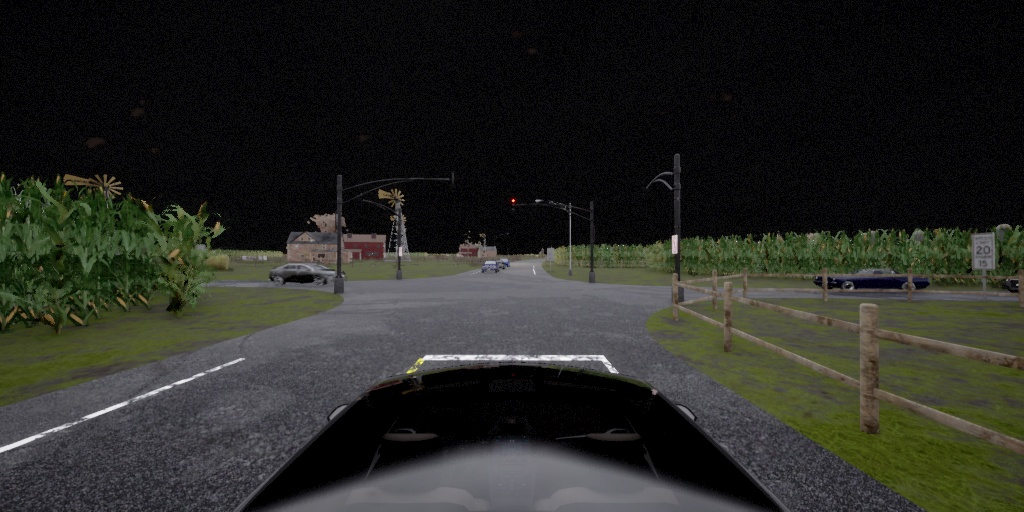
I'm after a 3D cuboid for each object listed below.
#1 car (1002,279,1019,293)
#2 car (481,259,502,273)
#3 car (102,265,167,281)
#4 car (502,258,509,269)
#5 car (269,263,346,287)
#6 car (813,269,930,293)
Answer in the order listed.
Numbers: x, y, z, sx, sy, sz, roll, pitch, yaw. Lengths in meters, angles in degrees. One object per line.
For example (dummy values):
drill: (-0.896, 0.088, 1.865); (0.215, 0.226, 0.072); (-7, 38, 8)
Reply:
car: (29.349, 1.377, 19.028); (4.181, 1.385, 1.994); (0, -1, 10)
car: (-2.595, 1.271, 43.910); (1.812, 1.442, 4.674); (0, 0, 3)
car: (-27.090, 1.301, 25.755); (4.718, 1.301, 1.895); (0, -1, 10)
car: (-2.065, 1.303, 53.917); (1.994, 1.385, 4.181); (0, 0, 5)
car: (-13.371, 1.212, 23.549); (4.902, 1.511, 2.128); (0, -1, 9)
car: (20.381, 1.401, 20.577); (4.718, 1.301, 1.895); (0, -1, 9)
